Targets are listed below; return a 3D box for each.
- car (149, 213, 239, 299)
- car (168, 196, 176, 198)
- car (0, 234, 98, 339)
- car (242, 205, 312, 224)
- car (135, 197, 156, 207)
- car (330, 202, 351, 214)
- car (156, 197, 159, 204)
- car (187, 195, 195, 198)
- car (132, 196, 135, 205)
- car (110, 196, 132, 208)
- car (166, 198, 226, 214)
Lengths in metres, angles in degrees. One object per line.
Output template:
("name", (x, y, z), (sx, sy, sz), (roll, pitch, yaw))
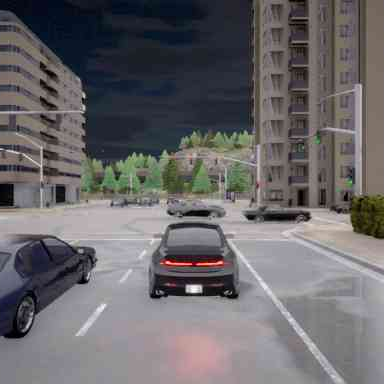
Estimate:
("car", (0.049, 1.505, 8.445), (1.837, 1.490, 4.892), (0, 0, 0))
("car", (-3.526, 1.504, 59.244), (1.837, 1.490, 4.892), (0, 0, 0))
("car", (-3.461, 1.547, 6.516), (2.033, 1.411, 5.357), (0, 0, 0))
("car", (6.069, 1.601, 23.974), (4.718, 1.301, 1.895), (0, 0, 0))
("car", (-7.183, 1.526, 51.982), (1.812, 1.442, 4.674), (0, 0, -1))
("car", (17.285, 1.547, 34.580), (5.357, 1.411, 2.033), (0, 0, 0))
("car", (-7.174, 1.564, 61.895), (1.994, 1.385, 4.181), (0, 0, 0))
("car", (-0.125, 1.478, 73.854), (1.882, 1.535, 5.008), (0, 0, 0))
("car", (-10.675, 1.505, 58.290), (1.837, 1.490, 4.892), (0, 0, 0))
("car", (-10.681, 1.491, 49.016), (2.128, 1.511, 4.902), (0, 0, 0))
("car", (0.312, 1.491, 27.521), (4.902, 1.511, 2.128), (0, 0, 0))
